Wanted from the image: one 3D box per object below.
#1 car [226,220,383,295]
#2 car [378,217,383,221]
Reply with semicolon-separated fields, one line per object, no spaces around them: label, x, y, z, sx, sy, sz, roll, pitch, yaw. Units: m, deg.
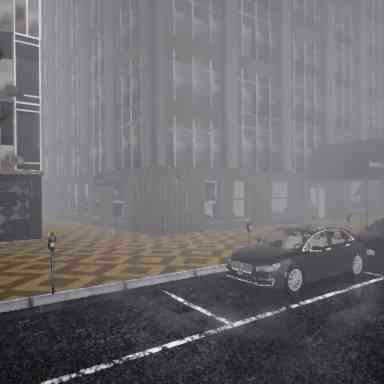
car;2.838;1.549;8.620;4.403;1.369;2.008;0;-1;-36
car;7.456;1.563;11.934;4.313;1.339;1.947;0;-1;-36
